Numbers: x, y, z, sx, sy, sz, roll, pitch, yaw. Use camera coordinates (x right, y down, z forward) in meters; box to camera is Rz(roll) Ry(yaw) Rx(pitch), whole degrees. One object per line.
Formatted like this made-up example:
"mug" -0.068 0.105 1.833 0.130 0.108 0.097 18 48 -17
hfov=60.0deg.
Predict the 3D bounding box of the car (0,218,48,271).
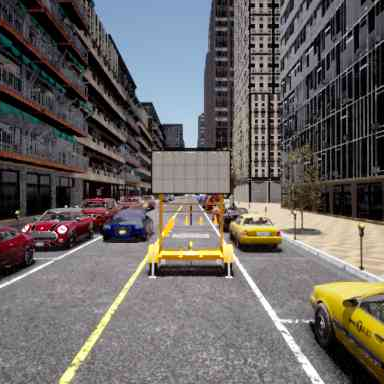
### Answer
"car" -5.717 1.585 8.864 1.802 1.307 4.206 0 0 0

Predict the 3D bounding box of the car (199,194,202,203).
"car" 2.516 1.377 48.537 2.192 1.841 5.009 0 0 0

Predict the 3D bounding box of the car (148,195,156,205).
"car" -5.843 1.364 42.844 2.192 1.841 5.009 0 0 0

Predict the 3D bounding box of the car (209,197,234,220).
"car" 2.600 1.460 25.884 1.967 1.590 4.097 0 0 0

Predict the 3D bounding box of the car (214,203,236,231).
"car" 2.621 1.579 20.221 1.947 1.339 4.313 0 0 0

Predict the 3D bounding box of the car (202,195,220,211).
"car" 2.559 1.352 37.212 2.192 1.841 5.009 0 0 0

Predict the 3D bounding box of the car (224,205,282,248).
"car" 2.642 1.533 14.728 1.752 1.417 4.829 0 0 0

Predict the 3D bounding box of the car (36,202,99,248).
"car" -5.737 1.447 14.527 1.967 1.590 4.097 0 0 0

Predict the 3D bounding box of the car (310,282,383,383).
"car" 2.684 1.526 3.403 1.752 1.417 4.829 0 0 0

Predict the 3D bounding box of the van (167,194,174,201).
"van" -6.034 1.574 93.813 1.690 1.788 3.998 0 0 0

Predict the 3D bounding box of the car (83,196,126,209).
"car" -5.757 1.329 20.191 2.192 1.841 5.009 0 0 0

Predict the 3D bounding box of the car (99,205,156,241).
"car" -3.061 1.574 16.606 1.994 1.385 4.181 0 0 0

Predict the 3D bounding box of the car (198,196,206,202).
"car" 2.388 1.764 82.516 1.802 1.307 4.206 0 0 0

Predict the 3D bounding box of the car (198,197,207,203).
"car" 2.409 1.742 76.854 1.802 1.307 4.206 0 0 0

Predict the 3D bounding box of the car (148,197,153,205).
"car" -5.822 1.562 37.011 1.752 1.417 4.829 0 0 0

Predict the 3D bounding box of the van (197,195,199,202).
"van" 2.431 1.479 71.191 1.690 1.788 3.998 0 0 0

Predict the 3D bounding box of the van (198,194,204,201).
"van" 2.367 1.547 88.180 1.690 1.788 3.998 0 0 0

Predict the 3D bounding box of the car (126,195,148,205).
"car" -5.800 1.342 31.516 2.192 1.841 5.009 0 0 0

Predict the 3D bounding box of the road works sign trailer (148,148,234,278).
"road works sign trailer" -0.030 0.468 10.081 2.380 3.560 2.880 0 0 0

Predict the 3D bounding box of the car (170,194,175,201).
"car" -6.013 1.772 88.148 1.947 1.339 4.313 0 0 0

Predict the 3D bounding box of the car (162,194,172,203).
"car" -5.950 1.704 71.159 1.947 1.339 4.313 0 0 0
